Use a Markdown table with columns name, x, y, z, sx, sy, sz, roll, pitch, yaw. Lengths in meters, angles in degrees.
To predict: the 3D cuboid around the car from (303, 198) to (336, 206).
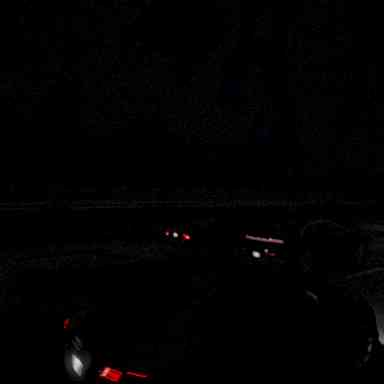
| name | x | y | z | sx | sy | sz | roll | pitch | yaw |
| --- | --- | --- | --- | --- | --- | --- | --- | --- | --- |
| car | 17.371 | 2.039 | 46.437 | 4.902 | 1.511 | 2.128 | 1 | -1 | -35 |

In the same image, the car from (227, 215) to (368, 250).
| name | x | y | z | sx | sy | sz | roll | pitch | yaw |
| --- | --- | --- | --- | --- | --- | --- | --- | --- | --- |
| car | 3.781 | 1.559 | 10.739 | 4.902 | 1.511 | 2.128 | 1 | 0 | -35 |

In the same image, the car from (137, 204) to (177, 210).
| name | x | y | z | sx | sy | sz | roll | pitch | yaw |
| --- | --- | --- | --- | --- | --- | --- | --- | --- | --- |
| car | -2.992 | 1.674 | 27.645 | 4.181 | 1.385 | 1.994 | 1 | 0 | -35 |

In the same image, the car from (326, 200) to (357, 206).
| name | x | y | z | sx | sy | sz | roll | pitch | yaw |
| --- | --- | --- | --- | --- | --- | --- | --- | --- | --- |
| car | 17.876 | 1.994 | 38.214 | 4.674 | 1.442 | 1.812 | 1 | -1 | -35 |

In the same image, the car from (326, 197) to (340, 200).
| name | x | y | z | sx | sy | sz | roll | pitch | yaw |
| --- | --- | --- | --- | --- | --- | --- | --- | --- | --- |
| car | 22.105 | 1.913 | 54.074 | 5.566 | 2.045 | 2.150 | 1 | -1 | -35 |

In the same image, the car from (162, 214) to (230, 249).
| name | x | y | z | sx | sy | sz | roll | pitch | yaw |
| --- | --- | --- | --- | --- | --- | --- | --- | --- | --- |
| car | 1.460 | 1.611 | 13.376 | 5.357 | 1.411 | 2.033 | 1 | 0 | -35 |

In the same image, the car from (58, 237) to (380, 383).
| name | x | y | z | sx | sy | sz | roll | pitch | yaw |
| --- | --- | --- | --- | --- | --- | --- | --- | --- | --- |
| car | 0.556 | 1.580 | 4.264 | 4.181 | 1.385 | 1.994 | 0 | 0 | -35 |

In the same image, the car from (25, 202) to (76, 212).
| name | x | y | z | sx | sy | sz | roll | pitch | yaw |
| --- | --- | --- | --- | --- | --- | --- | --- | --- | --- |
| car | -12.478 | 1.610 | 29.481 | 4.181 | 1.385 | 1.994 | 1 | 0 | -35 |
